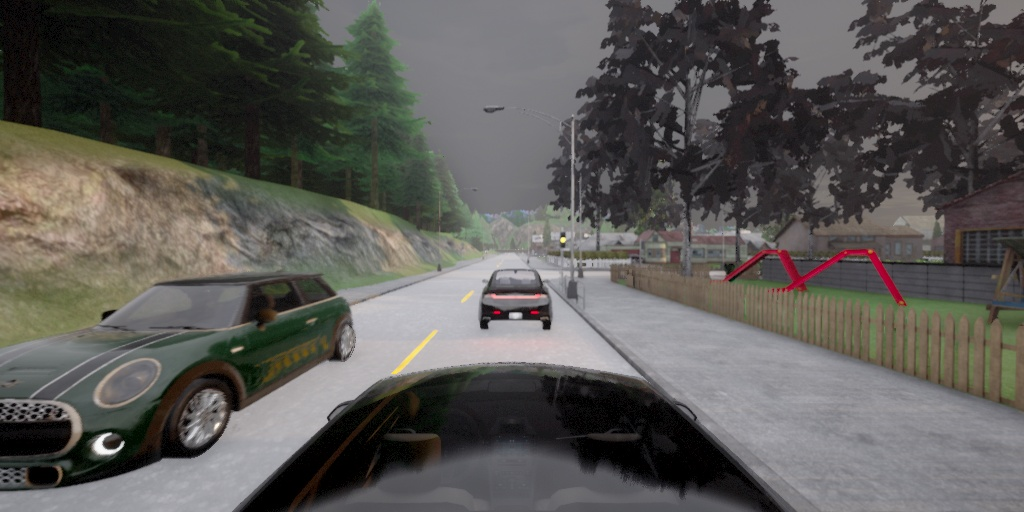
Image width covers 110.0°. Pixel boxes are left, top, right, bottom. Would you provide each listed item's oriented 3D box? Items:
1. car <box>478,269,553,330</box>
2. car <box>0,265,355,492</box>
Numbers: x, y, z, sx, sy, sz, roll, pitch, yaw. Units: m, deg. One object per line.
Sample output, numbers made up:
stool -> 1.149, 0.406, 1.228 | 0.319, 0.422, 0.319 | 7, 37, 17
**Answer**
car -> 0.110, 1.115, 10.579 | 2.128, 1.511, 4.902 | 0, 1, 1
car -> -4.069, 1.057, 4.963 | 2.097, 1.767, 4.553 | 0, 1, 0
